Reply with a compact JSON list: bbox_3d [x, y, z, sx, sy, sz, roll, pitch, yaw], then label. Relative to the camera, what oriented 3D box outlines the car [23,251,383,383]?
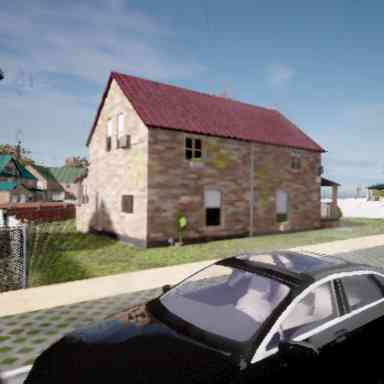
[{"bbox_3d":[0.832,1.496,3.639,4.902,1.511,2.128,0,0,-35],"label":"car"}]
